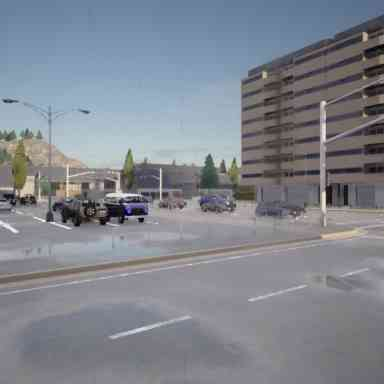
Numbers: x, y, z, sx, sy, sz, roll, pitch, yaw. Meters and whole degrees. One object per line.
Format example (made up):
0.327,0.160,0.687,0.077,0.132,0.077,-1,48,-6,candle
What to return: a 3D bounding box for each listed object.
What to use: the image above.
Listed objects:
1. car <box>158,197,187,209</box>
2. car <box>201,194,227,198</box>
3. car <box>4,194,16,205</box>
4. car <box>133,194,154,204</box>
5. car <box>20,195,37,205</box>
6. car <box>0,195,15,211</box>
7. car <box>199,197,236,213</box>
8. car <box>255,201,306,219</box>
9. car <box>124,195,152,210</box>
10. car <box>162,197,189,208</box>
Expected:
-2.938,1.619,45.207,1.994,1.385,4.181,0,0,-35,car
3.201,1.277,42.606,2.150,2.045,5.566,0,0,-35,car
-29.671,1.212,53.722,1.905,1.878,3.866,0,0,-35,car
-9.298,1.547,66.560,2.128,1.511,4.902,0,0,-35,car
-27.275,1.209,55.347,1.932,1.855,4.605,0,0,-35,car
-21.807,1.451,37.892,1.970,1.475,3.806,0,0,-35,car
2.832,1.619,37.091,1.994,1.385,4.181,0,0,-35,car
7.700,1.619,30.239,1.994,1.385,4.181,0,0,-35,car
-8.710,1.656,53.387,1.895,1.301,4.718,0,0,-35,car
-2.635,1.560,50.838,1.837,1.490,4.892,0,0,-35,car
